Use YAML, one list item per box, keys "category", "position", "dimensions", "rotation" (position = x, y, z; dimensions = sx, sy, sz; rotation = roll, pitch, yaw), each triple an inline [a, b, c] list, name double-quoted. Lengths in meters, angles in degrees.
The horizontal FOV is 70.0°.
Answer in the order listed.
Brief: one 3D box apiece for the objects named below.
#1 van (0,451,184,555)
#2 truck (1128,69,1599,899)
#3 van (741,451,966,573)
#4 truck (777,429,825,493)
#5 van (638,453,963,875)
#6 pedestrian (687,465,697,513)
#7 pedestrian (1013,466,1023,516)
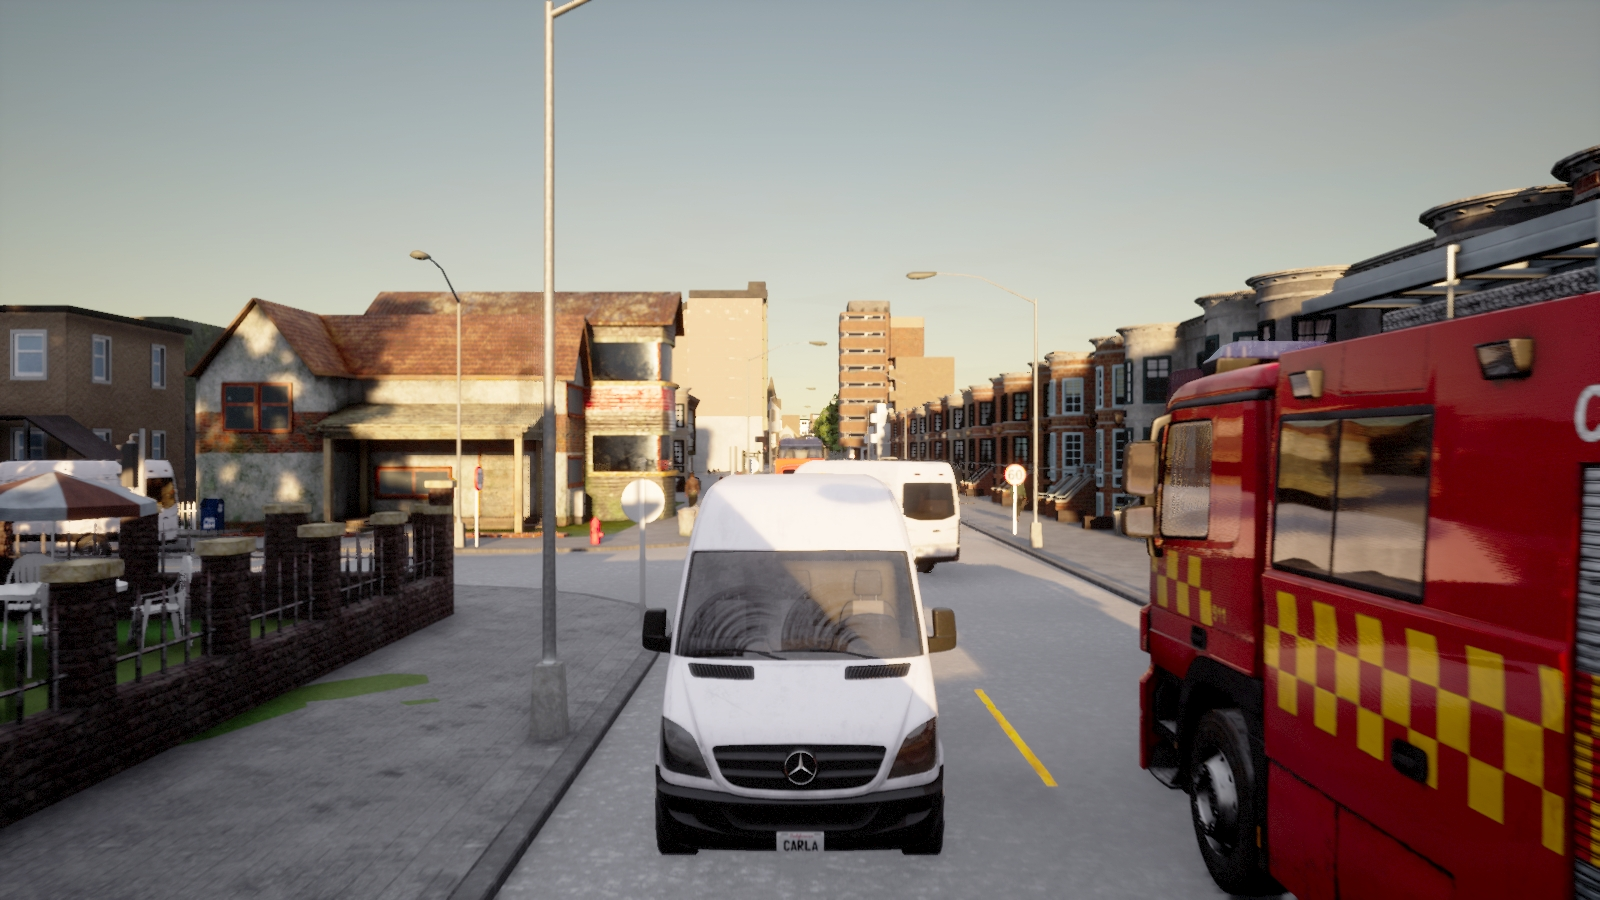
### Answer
- category: "van"
  position: [-19.210, 1.315, 29.141]
  dimensions: [5.915, 2.561, 1.988]
  rotation: [0, 0, 0]
- category: "truck"
  position: [4.047, 0.671, 4.732]
  dimensions: [2.891, 3.827, 8.468]
  rotation: [0, 0, 0]
- category: "van"
  position: [1.083, 1.315, 26.963]
  dimensions: [1.988, 2.561, 5.915]
  rotation: [1, -1, -36]
- category: "truck"
  position: [0.039, 0.670, 72.030]
  dimensions: [2.891, 3.827, 8.468]
  rotation: [0, 0, 0]
- category: "van"
  position: [0.003, 1.315, 9.939]
  dimensions: [1.988, 2.561, 5.915]
  rotation: [0, 0, 0]
- category: "pedestrian"
  position: [-4.211, 1.527, 44.509]
  dimensions: [0.375, 1.860, 0.375]
  rotation: [0, 0, -2]
- category: "pedestrian"
  position: [8.191, 1.527, 42.885]
  dimensions: [0.375, 1.860, 0.375]
  rotation: [0, 0, 13]
